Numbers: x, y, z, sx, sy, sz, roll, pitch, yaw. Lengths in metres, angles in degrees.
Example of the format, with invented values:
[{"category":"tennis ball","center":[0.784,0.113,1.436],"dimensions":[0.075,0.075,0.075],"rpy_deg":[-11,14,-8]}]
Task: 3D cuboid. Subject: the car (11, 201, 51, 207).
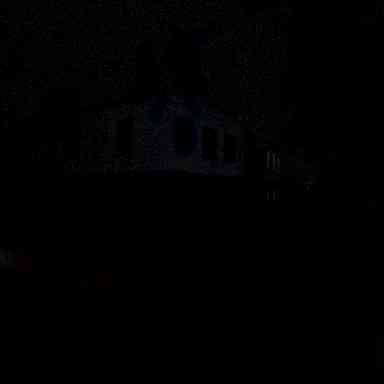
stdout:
[{"category":"car","center":[-14.698,1.528,29.171],"dimensions":[2.033,1.411,5.357],"rpy_deg":[0,0,29]}]
